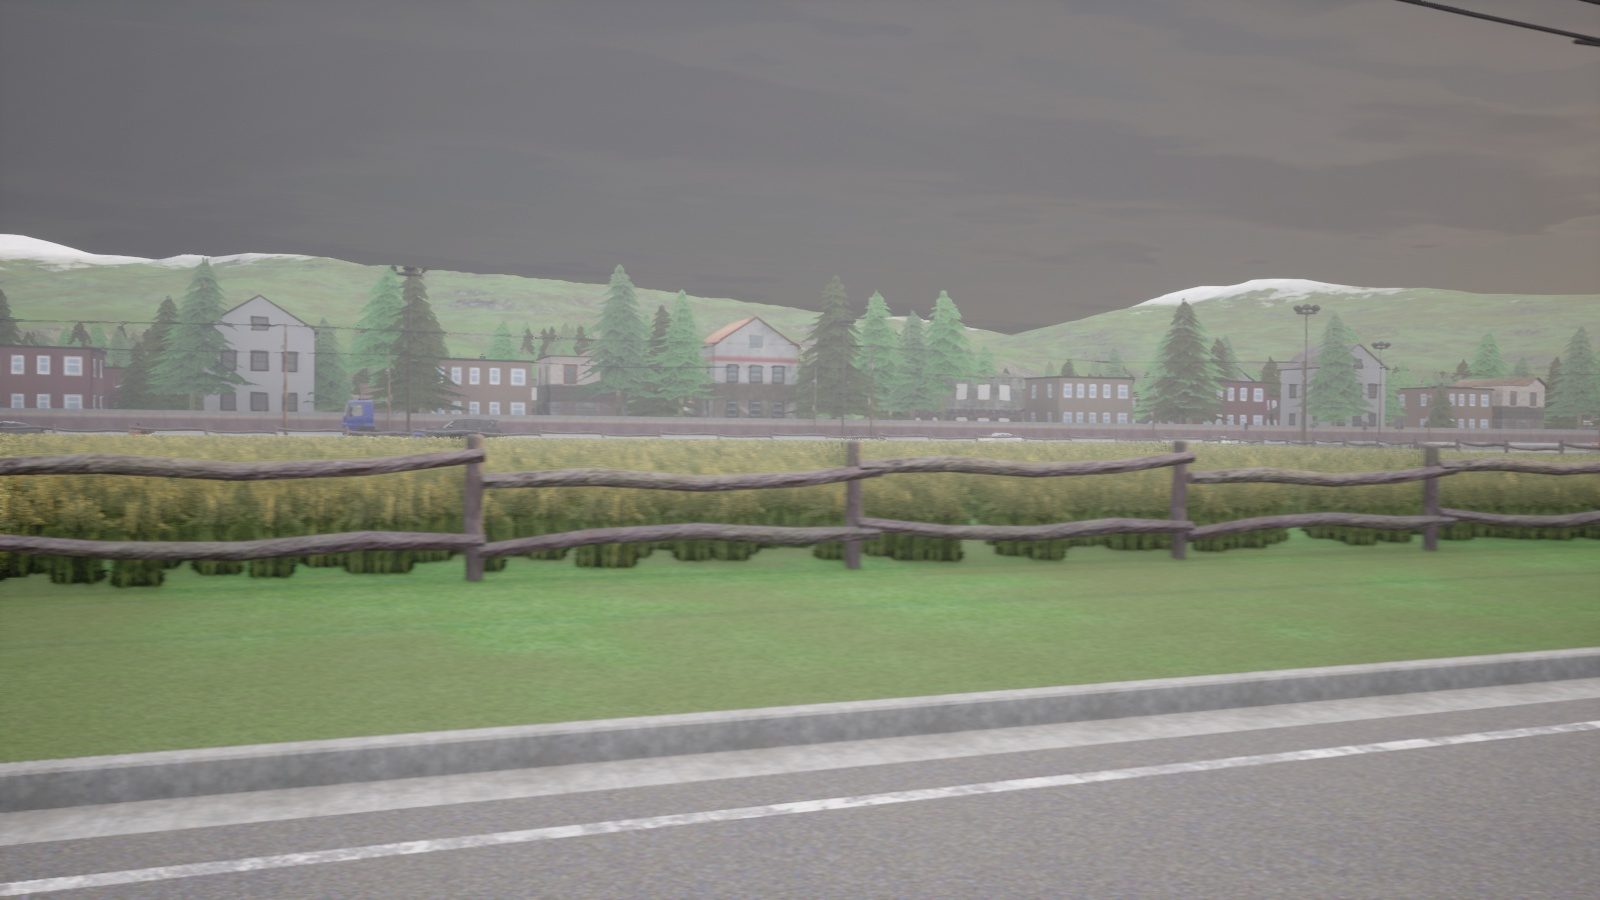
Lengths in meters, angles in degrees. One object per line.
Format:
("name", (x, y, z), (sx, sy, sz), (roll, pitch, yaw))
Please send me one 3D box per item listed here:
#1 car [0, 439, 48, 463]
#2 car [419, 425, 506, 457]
("car", (-50.815, 0.056, 79.844), (4.892, 1.490, 1.837), (-1, 1, -21))
("car", (-23.227, -0.640, 86.433), (5.566, 2.045, 2.150), (-1, 1, -21))
